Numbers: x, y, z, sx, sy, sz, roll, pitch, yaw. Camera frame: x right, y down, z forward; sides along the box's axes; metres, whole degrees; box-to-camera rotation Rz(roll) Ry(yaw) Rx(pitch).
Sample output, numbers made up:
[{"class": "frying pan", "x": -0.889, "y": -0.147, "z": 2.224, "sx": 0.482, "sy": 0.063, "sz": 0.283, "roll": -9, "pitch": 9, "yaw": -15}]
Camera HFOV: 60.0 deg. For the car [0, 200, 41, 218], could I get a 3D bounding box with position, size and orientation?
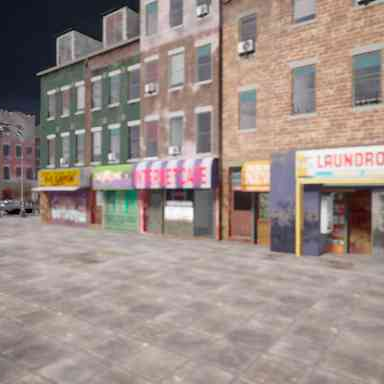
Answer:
[{"class": "car", "x": -15.563, "y": 1.449, "z": 29.410, "sx": 2.128, "sy": 1.511, "sz": 4.902, "roll": 0, "pitch": 0, "yaw": 36}]
